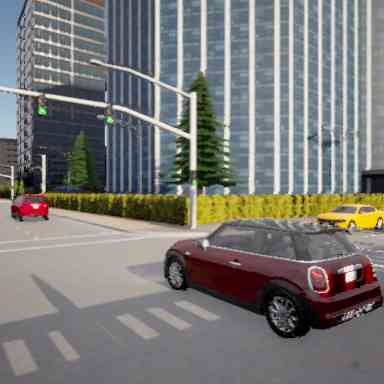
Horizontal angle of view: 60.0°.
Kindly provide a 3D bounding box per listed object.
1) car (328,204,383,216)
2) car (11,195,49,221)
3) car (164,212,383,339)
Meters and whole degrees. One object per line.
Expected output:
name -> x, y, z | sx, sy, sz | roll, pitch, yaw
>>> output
car -> 9.169, 1.439, 19.136 | 5.008, 1.535, 1.882 | 0, 0, -36
car -> -13.408, 1.248, 27.467 | 2.150, 2.045, 5.566 | 0, 0, -36
car -> 1.279, 1.350, 6.982 | 2.097, 1.767, 4.553 | 0, 0, -36
